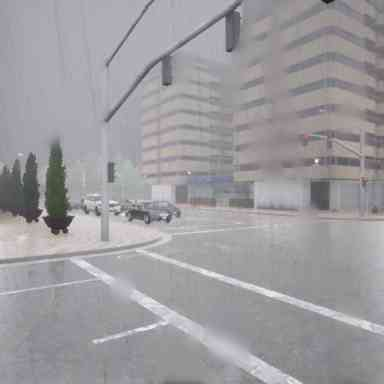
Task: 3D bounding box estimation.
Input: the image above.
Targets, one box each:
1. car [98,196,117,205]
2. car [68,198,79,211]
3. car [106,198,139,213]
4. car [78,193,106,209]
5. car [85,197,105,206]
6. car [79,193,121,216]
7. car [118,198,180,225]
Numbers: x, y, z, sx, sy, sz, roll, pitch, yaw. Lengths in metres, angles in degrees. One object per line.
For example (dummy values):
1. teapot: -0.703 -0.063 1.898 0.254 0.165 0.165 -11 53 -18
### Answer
1. car: -15.554 1.526 60.837 1.812 1.442 4.674 0 0 -35
2. car: -14.576 1.526 40.789 1.812 1.442 4.674 0 0 -35
3. car: -7.926 1.505 37.401 1.837 1.490 4.892 0 0 -35
4. car: -13.834 1.221 45.878 2.150 2.045 5.566 0 0 -34
5. car: -16.401 1.564 55.948 1.994 1.385 4.181 0 0 -35
6. car: -8.956 1.222 32.767 2.150 2.045 5.566 0 0 -35
7. car: -3.296 1.491 24.684 2.128 1.511 4.902 0 0 -35
